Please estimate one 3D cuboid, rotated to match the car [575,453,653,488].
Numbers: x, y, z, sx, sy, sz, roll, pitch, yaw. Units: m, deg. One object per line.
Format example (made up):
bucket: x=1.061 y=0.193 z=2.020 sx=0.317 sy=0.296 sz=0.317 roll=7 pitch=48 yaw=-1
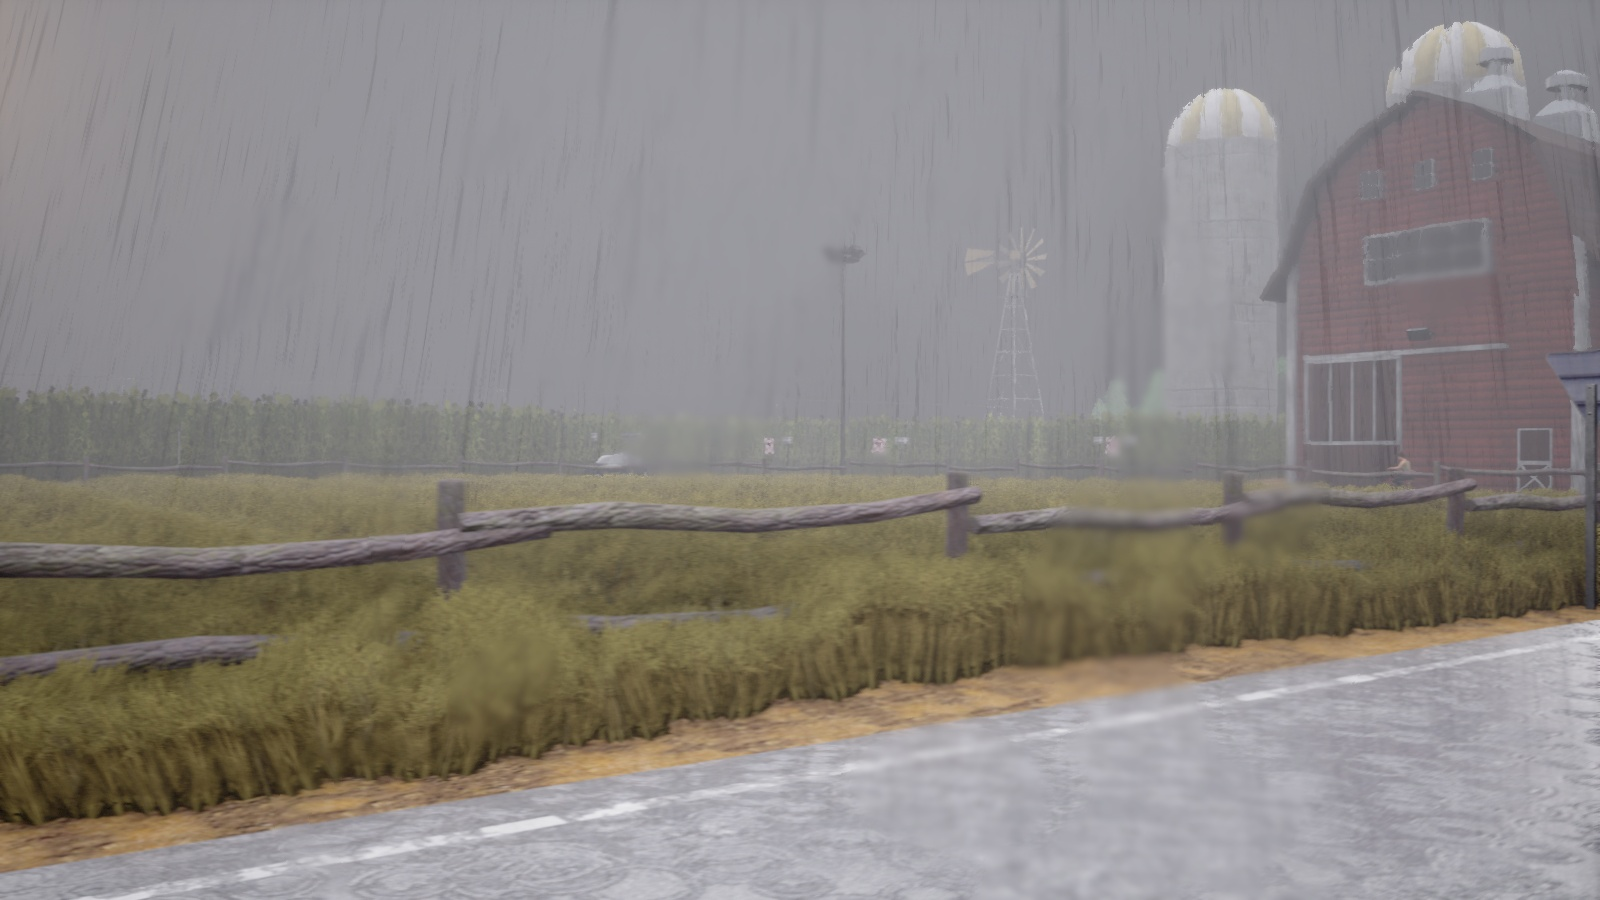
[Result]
car: x=-8.672 y=0.927 z=59.124 sx=1.882 sy=1.535 sz=5.008 roll=0 pitch=0 yaw=14
